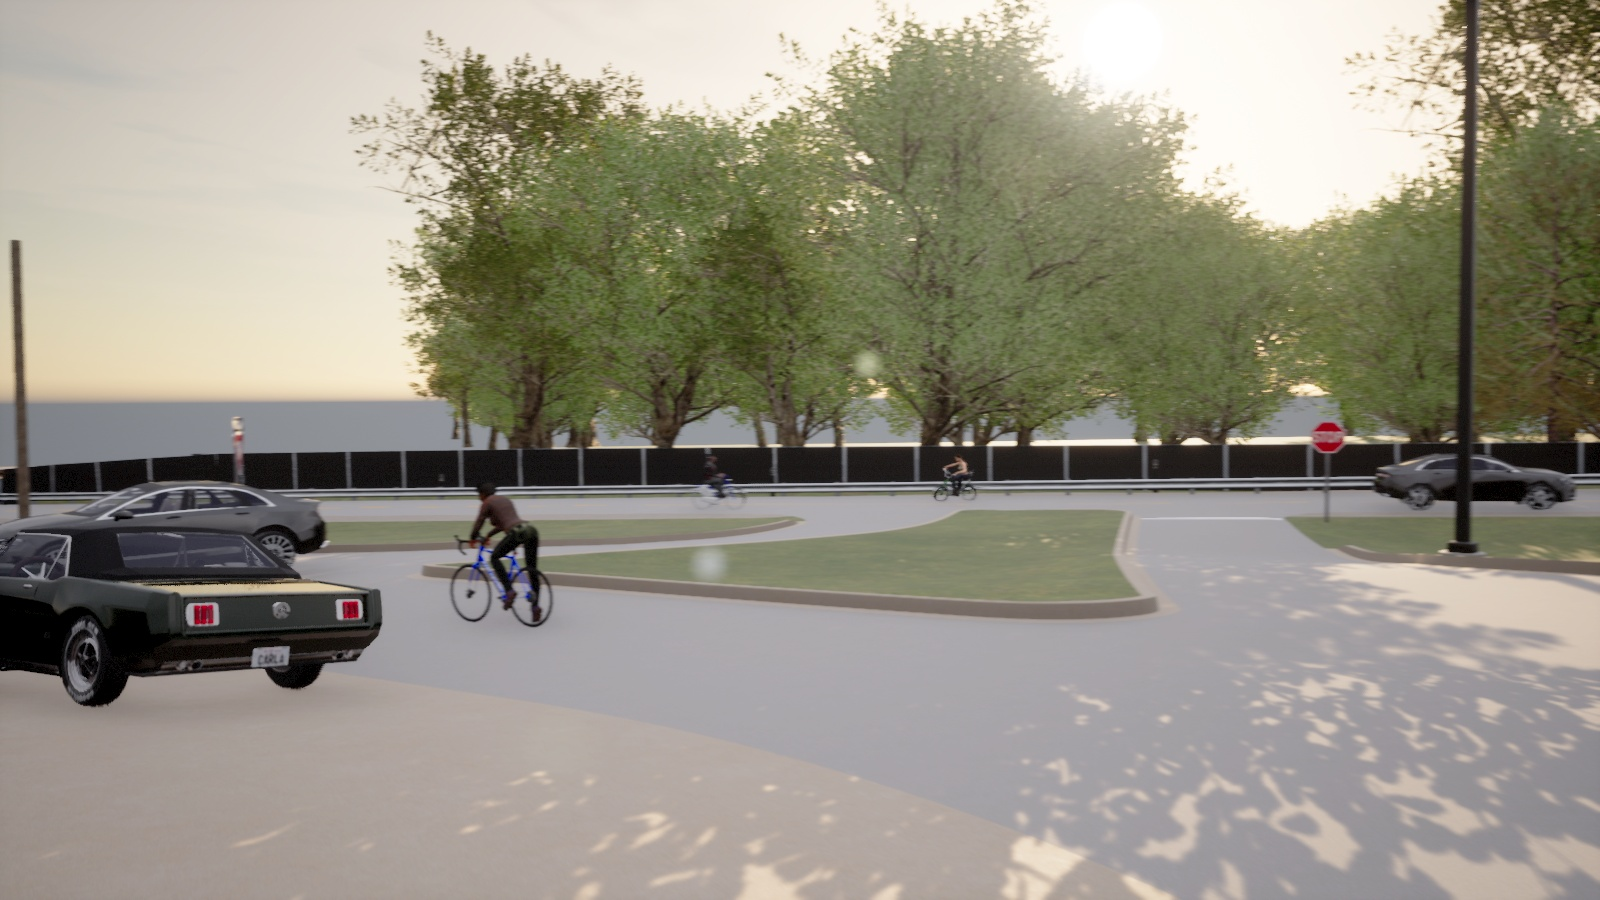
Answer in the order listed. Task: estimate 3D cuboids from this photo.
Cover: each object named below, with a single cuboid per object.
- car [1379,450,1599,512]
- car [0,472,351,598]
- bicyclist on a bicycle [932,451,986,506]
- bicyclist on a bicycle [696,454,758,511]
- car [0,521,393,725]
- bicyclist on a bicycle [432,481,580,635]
[{"bbox_3d":[18.554,0.832,34.096,4.902,1.511,2.128,-1,2,18],"label":"car"},{"bbox_3d":[-9.699,1.188,19.146,4.902,1.511,2.128,-1,1,-42],"label":"car"},{"bbox_3d":[5.216,0.919,41.330,1.509,1.612,0.866,-2,10,-13],"label":"bicyclist on a bicycle"},{"bbox_3d":[-2.346,1.055,40.389,1.843,1.776,0.659,-1,3,21],"label":"bicyclist on a bicycle"},{"bbox_3d":[-5.698,1.258,10.281,4.718,1.301,1.895,-1,-5,33],"label":"car"},{"bbox_3d":[-3.308,1.170,14.094,1.656,1.620,0.582,-1,1,34],"label":"bicyclist on a bicycle"}]
